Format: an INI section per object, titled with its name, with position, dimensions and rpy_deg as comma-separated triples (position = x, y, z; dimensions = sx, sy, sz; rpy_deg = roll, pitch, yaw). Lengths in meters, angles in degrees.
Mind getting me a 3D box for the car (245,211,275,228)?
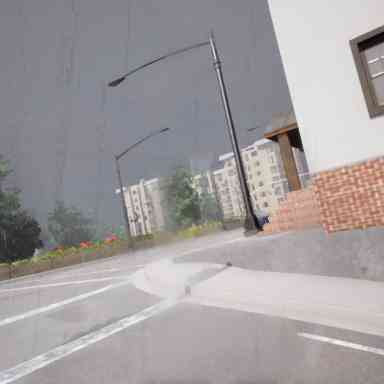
[car]
position = 7.239, 2.843, 34.683
dimensions = 2.097, 1.767, 4.553
rpy_deg = -16, -8, 35
